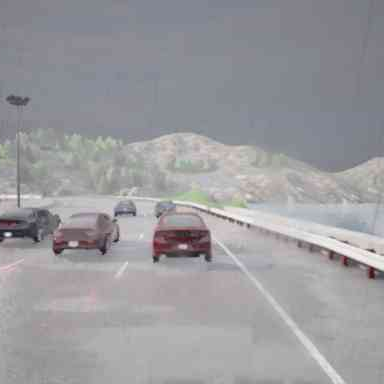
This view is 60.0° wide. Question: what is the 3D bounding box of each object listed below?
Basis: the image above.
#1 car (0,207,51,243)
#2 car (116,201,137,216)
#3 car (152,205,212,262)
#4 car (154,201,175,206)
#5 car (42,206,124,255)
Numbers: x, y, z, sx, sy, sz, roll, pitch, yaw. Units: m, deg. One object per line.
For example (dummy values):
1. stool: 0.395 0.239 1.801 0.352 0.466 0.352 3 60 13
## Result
1. car: -7.741 1.499 16.057 1.837 1.490 4.892 0 0 -5
2. car: -6.230 1.508 31.451 1.994 1.385 4.181 0 0 -9
3. car: -0.420 1.446 12.141 1.882 1.535 5.008 0 0 -4
4. car: -2.341 1.477 29.587 2.033 1.411 5.357 0 0 -9
5. car: -4.021 1.509 13.153 1.812 1.442 4.674 0 0 -4
